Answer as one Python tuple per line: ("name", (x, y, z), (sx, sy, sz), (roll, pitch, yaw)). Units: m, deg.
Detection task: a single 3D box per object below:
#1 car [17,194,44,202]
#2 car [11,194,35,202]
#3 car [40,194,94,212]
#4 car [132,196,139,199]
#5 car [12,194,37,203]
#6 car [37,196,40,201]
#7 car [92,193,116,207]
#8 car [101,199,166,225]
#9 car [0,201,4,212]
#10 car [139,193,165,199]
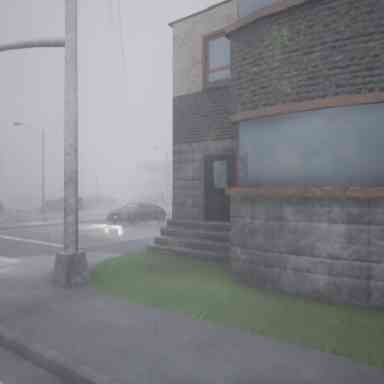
("car", (-36.107, 1.339, 74.389), (2.152, 1.636, 5.027), (0, 0, 35))
("car", (-38.692, 1.347, 76.167), (2.007, 1.523, 4.514), (0, 0, 35))
("car", (-13.223, 1.310, 35.444), (2.007, 1.523, 4.514), (0, 0, 35))
("car", (-8.178, 1.373, 54.553), (1.970, 1.475, 3.806), (0, 0, 35))
("car", (-30.913, 1.329, 61.266), (1.845, 1.501, 3.633), (0, 0, 35))
("car", (-22.799, 1.308, 55.433), (2.007, 1.523, 4.514), (0, 0, 35))
("car", (-13.067, 1.109, 47.625), (1.932, 1.855, 4.605), (0, 0, 35))
("car", (-3.657, 1.386, 22.488), (1.994, 1.385, 4.181), (0, 0, 36))
("car", (-20.297, 1.244, 31.828), (1.970, 1.475, 3.806), (0, 0, 35))
("car", (-5.825, 1.089, 52.126), (1.905, 1.878, 3.866), (0, 0, 35))
